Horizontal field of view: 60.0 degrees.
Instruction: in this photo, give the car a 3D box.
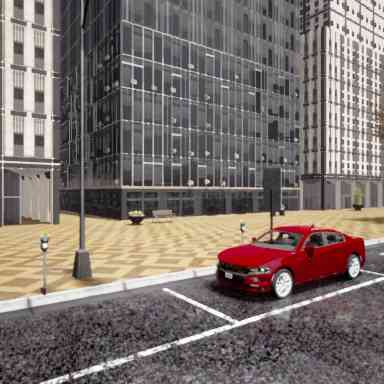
[{"bbox_3d":[2.611,1.545,8.426,4.507,1.381,1.887,0,0,-36],"label":"car"}]
